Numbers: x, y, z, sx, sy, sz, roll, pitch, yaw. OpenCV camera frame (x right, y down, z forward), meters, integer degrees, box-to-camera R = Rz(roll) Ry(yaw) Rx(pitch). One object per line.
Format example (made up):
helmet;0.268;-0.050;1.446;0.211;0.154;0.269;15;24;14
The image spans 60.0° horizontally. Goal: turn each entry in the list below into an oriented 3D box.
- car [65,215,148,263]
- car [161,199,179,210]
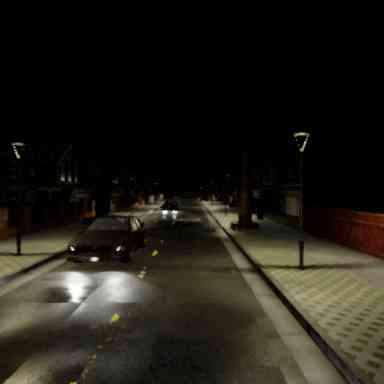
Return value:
car;-2.806;1.565;12.259;2.033;1.411;5.357;0;0;0
car;-2.738;1.605;42.474;1.994;1.385;4.181;0;0;0
